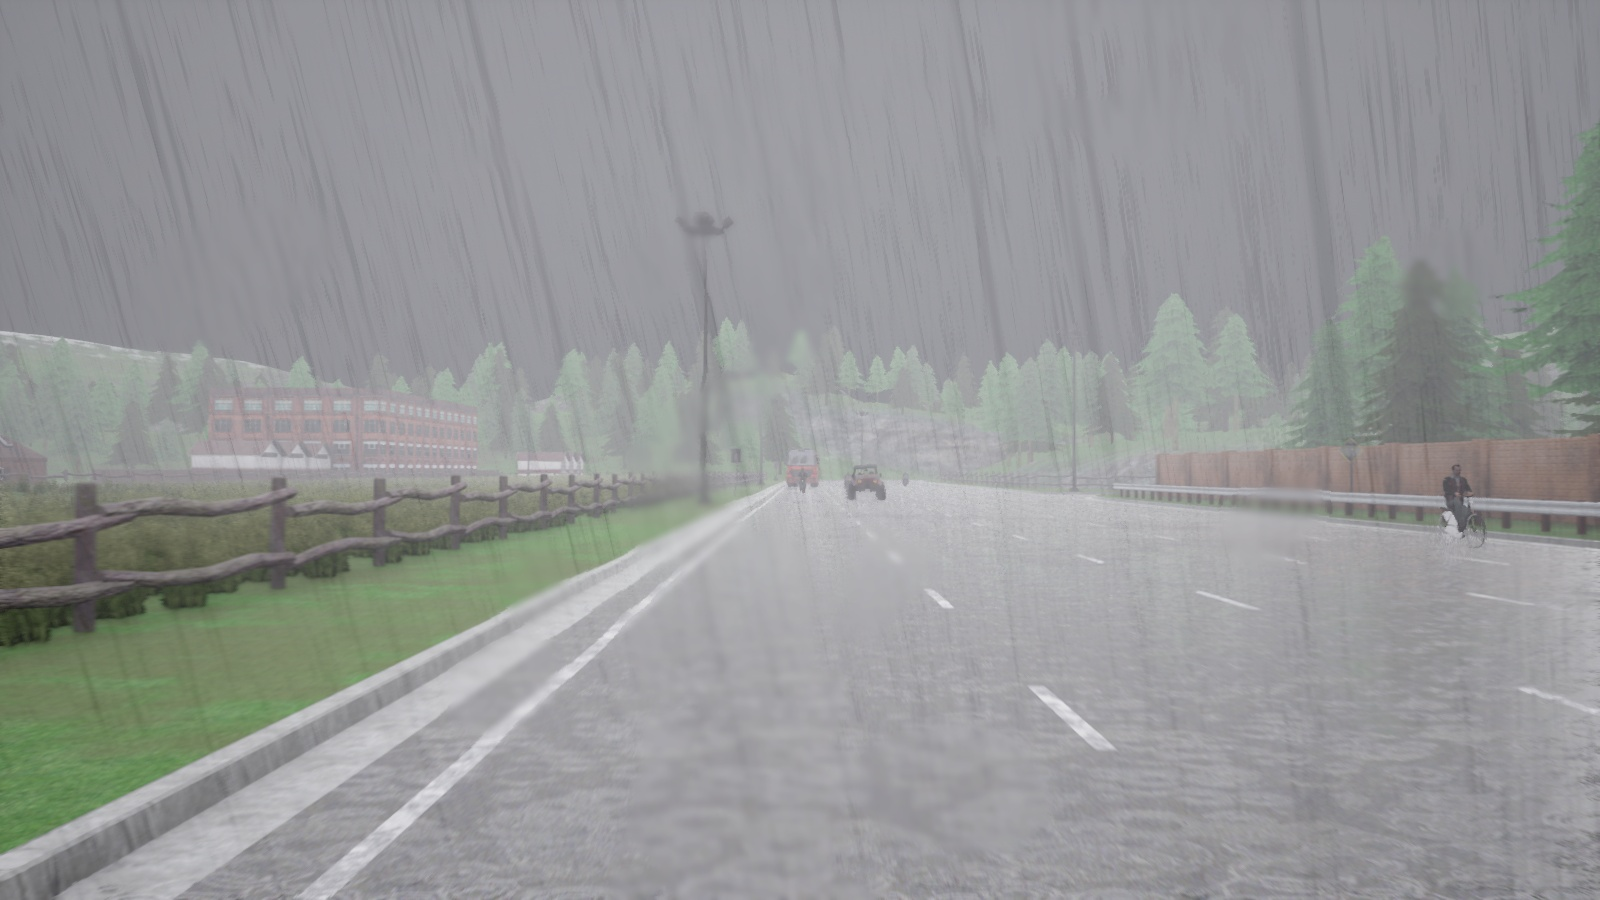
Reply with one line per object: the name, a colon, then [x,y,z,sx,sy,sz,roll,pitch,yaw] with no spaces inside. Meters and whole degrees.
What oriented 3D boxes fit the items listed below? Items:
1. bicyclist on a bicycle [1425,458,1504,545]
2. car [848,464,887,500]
bicyclist on a bicycle: [13.999,1.071,26.516,0.659,1.776,1.843,0,-1,0]
car: [3.640,1.734,68.171,1.905,1.878,3.866,0,-1,0]
